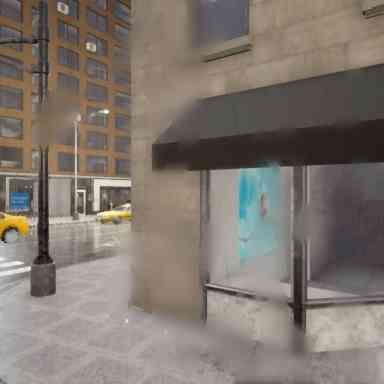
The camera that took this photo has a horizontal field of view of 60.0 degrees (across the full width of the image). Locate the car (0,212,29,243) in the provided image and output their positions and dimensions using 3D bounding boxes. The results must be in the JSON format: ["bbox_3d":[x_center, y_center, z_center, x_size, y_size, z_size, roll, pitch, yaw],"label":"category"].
[{"bbox_3d":[-9.436,1.486,13.818,1.882,1.535,5.008,0,0,31],"label":"car"}]

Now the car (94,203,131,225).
[{"bbox_3d":[-4.935,1.548,24.720,1.752,1.417,4.829,0,0,36],"label":"car"}]
